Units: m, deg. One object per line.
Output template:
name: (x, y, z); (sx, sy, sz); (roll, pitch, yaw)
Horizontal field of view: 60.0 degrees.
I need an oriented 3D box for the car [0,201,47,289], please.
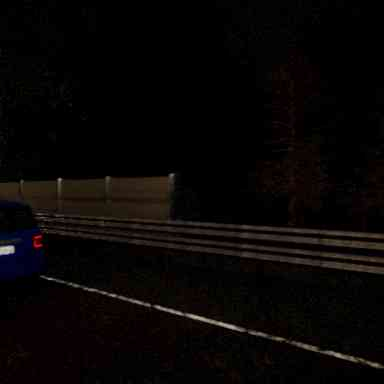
car: (-5.773, 1.223, 7.989); (5.566, 2.045, 2.150); (0, 0, 36)
